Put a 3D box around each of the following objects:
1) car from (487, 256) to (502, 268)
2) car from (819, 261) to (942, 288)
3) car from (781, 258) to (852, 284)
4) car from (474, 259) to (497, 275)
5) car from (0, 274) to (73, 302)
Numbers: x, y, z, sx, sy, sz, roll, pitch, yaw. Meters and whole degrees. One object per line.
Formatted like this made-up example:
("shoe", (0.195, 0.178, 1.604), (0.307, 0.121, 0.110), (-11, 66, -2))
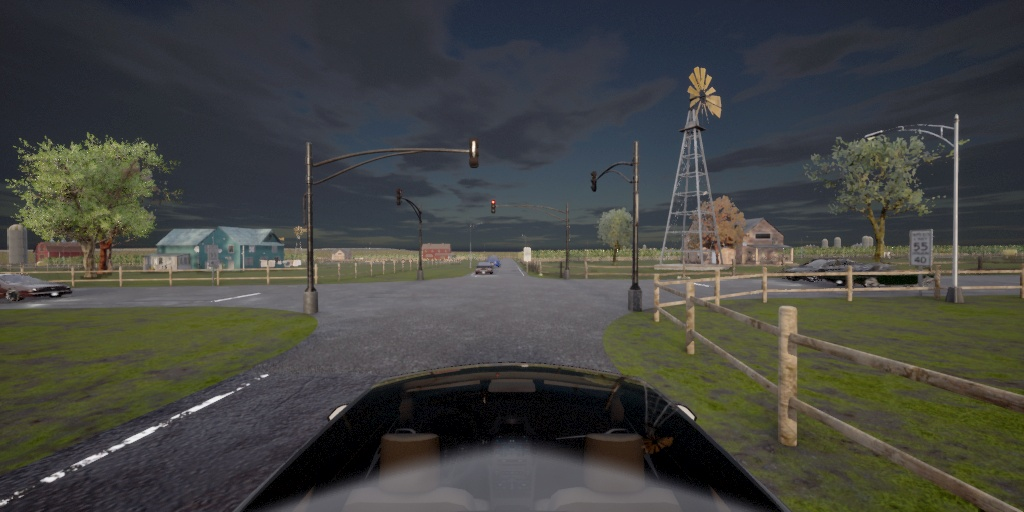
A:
("car", (-3.150, 0.966, 59.361), (2.150, 2.045, 5.566), (0, 0, 0))
("car", (19.933, 1.091, 19.393), (4.718, 1.301, 1.895), (-1, 1, 1))
("car", (20.078, 0.925, 23.024), (4.892, 1.490, 1.837), (-1, 1, 0))
("car", (-2.938, 1.292, 38.386), (2.033, 1.411, 5.357), (0, 0, -2))
("car", (-27.049, 1.675, 19.113), (5.357, 1.411, 2.033), (-1, 1, 0))
